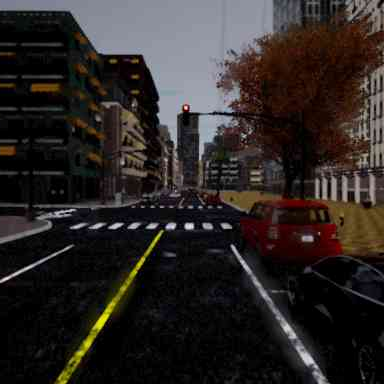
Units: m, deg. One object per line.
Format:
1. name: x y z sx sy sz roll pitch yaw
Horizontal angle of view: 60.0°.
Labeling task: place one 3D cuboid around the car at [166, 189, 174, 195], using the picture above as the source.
1. car: -5.690 -0.013 86.796 1.967 1.590 4.097 0 1 0

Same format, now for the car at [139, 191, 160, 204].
1. car: -5.689 0.817 42.542 2.008 1.369 4.403 0 1 0

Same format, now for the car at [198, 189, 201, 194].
1. car: 2.691 0.395 70.201 1.802 1.307 4.206 0 1 0

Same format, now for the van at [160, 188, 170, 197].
1. van: -5.690 0.154 70.199 1.690 1.788 3.998 0 1 0

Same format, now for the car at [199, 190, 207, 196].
1. car: 2.690 0.157 81.435 1.752 1.417 4.829 0 1 0

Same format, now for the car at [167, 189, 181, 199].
1. car: -3.000 0.585 59.614 1.895 1.301 4.718 0 1 0

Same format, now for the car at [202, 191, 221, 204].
1. car: 2.691 0.811 42.542 1.887 1.381 4.507 0 1 0

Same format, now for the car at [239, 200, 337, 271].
1. car: 2.693 1.135 10.154 2.192 1.841 5.009 0 1 0

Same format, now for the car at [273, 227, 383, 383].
1. car: 2.693 1.482 4.637 1.947 1.339 4.313 0 1 0

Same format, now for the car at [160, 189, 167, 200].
1. car: -5.690 0.634 53.606 2.008 1.369 4.403 0 1 0

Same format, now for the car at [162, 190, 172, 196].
1. car: -5.690 0.306 75.734 1.802 1.307 4.206 0 1 0

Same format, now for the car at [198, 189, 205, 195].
1. car: 2.690 0.004 92.330 1.887 1.381 4.507 0 1 0

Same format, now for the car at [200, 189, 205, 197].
1. car: 2.691 0.605 53.775 1.752 1.417 4.829 0 1 0
